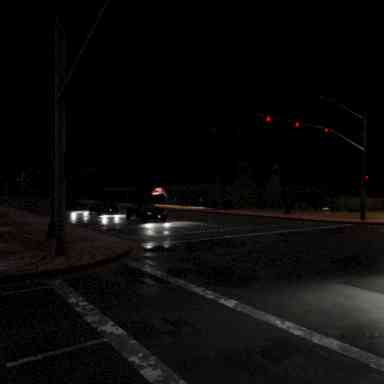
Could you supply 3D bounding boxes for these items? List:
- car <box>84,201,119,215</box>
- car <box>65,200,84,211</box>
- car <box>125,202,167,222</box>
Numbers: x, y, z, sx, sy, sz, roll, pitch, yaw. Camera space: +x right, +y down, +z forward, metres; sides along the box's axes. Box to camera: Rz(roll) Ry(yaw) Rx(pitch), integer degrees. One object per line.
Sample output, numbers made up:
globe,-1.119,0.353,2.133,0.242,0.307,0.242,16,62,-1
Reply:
car,-8.991,1.564,33.687,1.994,1.385,4.181,0,0,-35
car,-14.829,1.601,41.896,1.895,1.301,4.718,0,0,-35
car,-3.760,1.526,26.371,1.812,1.442,4.674,0,0,-36
